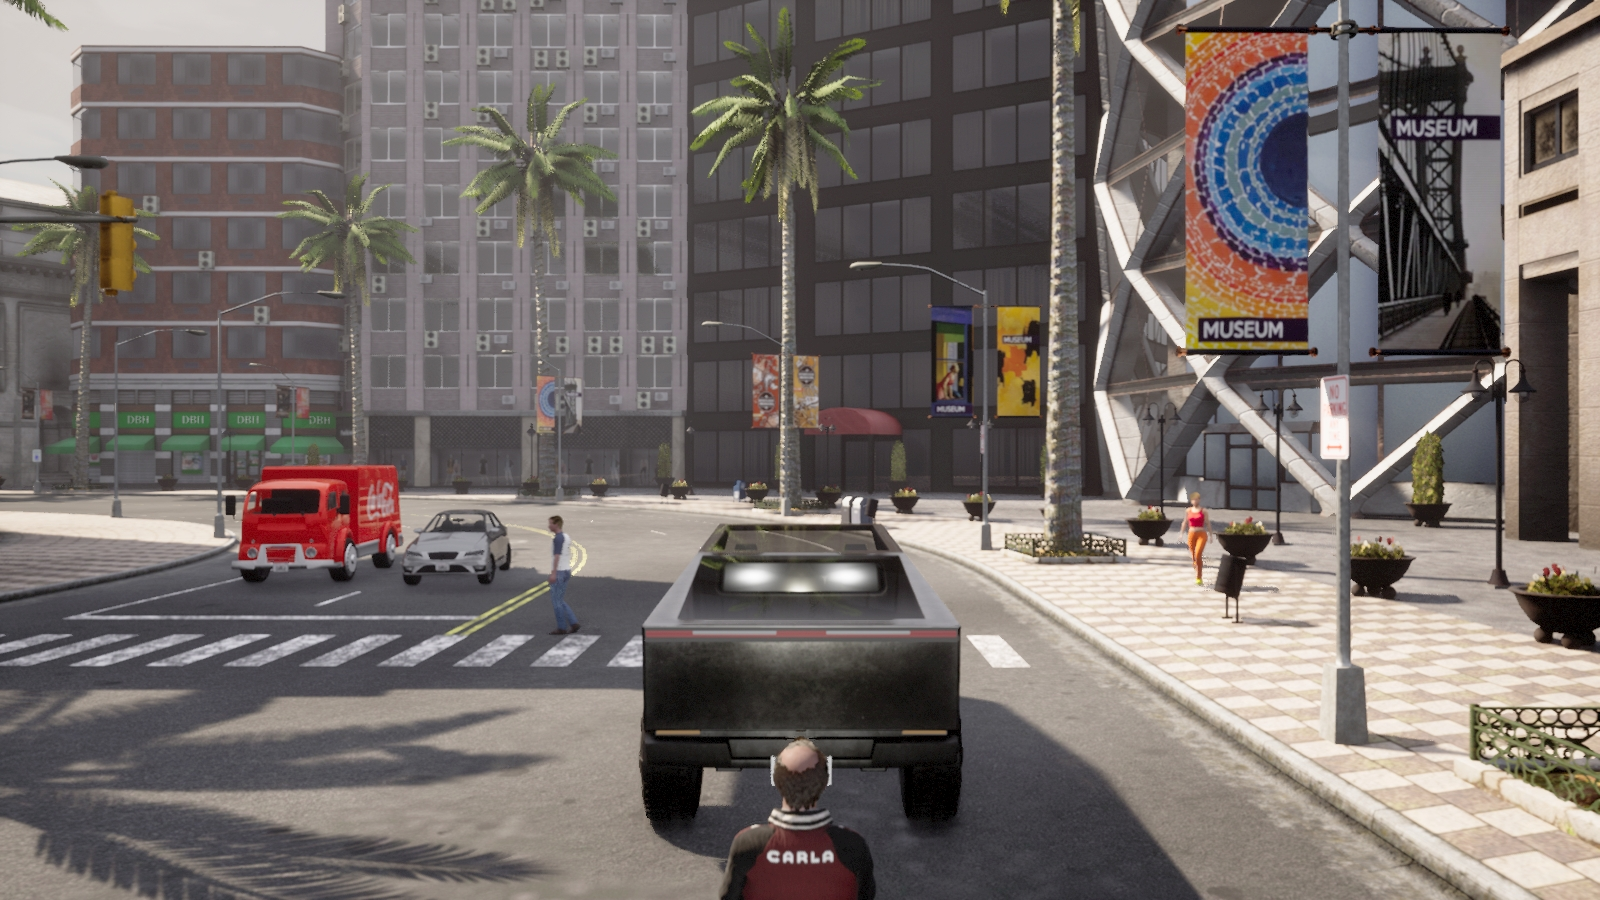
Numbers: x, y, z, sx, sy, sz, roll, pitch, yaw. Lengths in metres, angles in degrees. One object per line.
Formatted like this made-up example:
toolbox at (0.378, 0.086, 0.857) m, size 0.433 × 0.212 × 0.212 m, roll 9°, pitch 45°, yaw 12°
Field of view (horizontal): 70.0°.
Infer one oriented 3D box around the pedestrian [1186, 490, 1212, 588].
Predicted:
pedestrian at (7.697, 1.708, 22.034) m, size 0.375 × 1.860 × 0.375 m, roll 0°, pitch 0°, yaw 36°

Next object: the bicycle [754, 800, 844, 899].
bicycle at (-0.003, 2.213, 4.365) m, size 0.329 × 1.171 × 1.835 m, roll 0°, pitch 1°, yaw 0°

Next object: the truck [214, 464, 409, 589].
truck at (-10.861, 1.583, 25.936) m, size 2.627 × 2.467 × 5.204 m, roll 0°, pitch 0°, yaw -6°

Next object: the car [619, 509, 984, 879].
car at (0.007, 1.760, 10.614) m, size 2.390 × 2.098 × 6.274 m, roll 0°, pitch 0°, yaw 0°

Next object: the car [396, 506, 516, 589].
car at (-7.499, 2.080, 25.273) m, size 1.816 × 1.474 × 4.193 m, roll 0°, pitch 0°, yaw -7°

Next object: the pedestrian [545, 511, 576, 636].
pedestrian at (-3.626, 1.860, 17.311) m, size 0.375 × 1.860 × 0.375 m, roll 0°, pitch 0°, yaw 1°
